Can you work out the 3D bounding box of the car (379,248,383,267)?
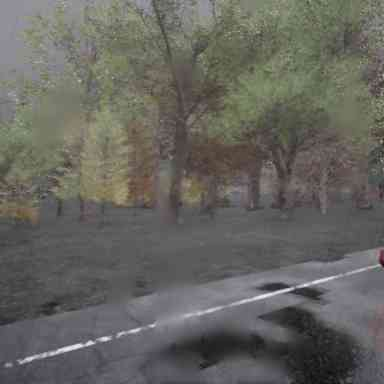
[{"bbox_3d":[6.952,1.564,8.681,4.718,1.301,1.895,0,0,-35],"label":"car"}]
